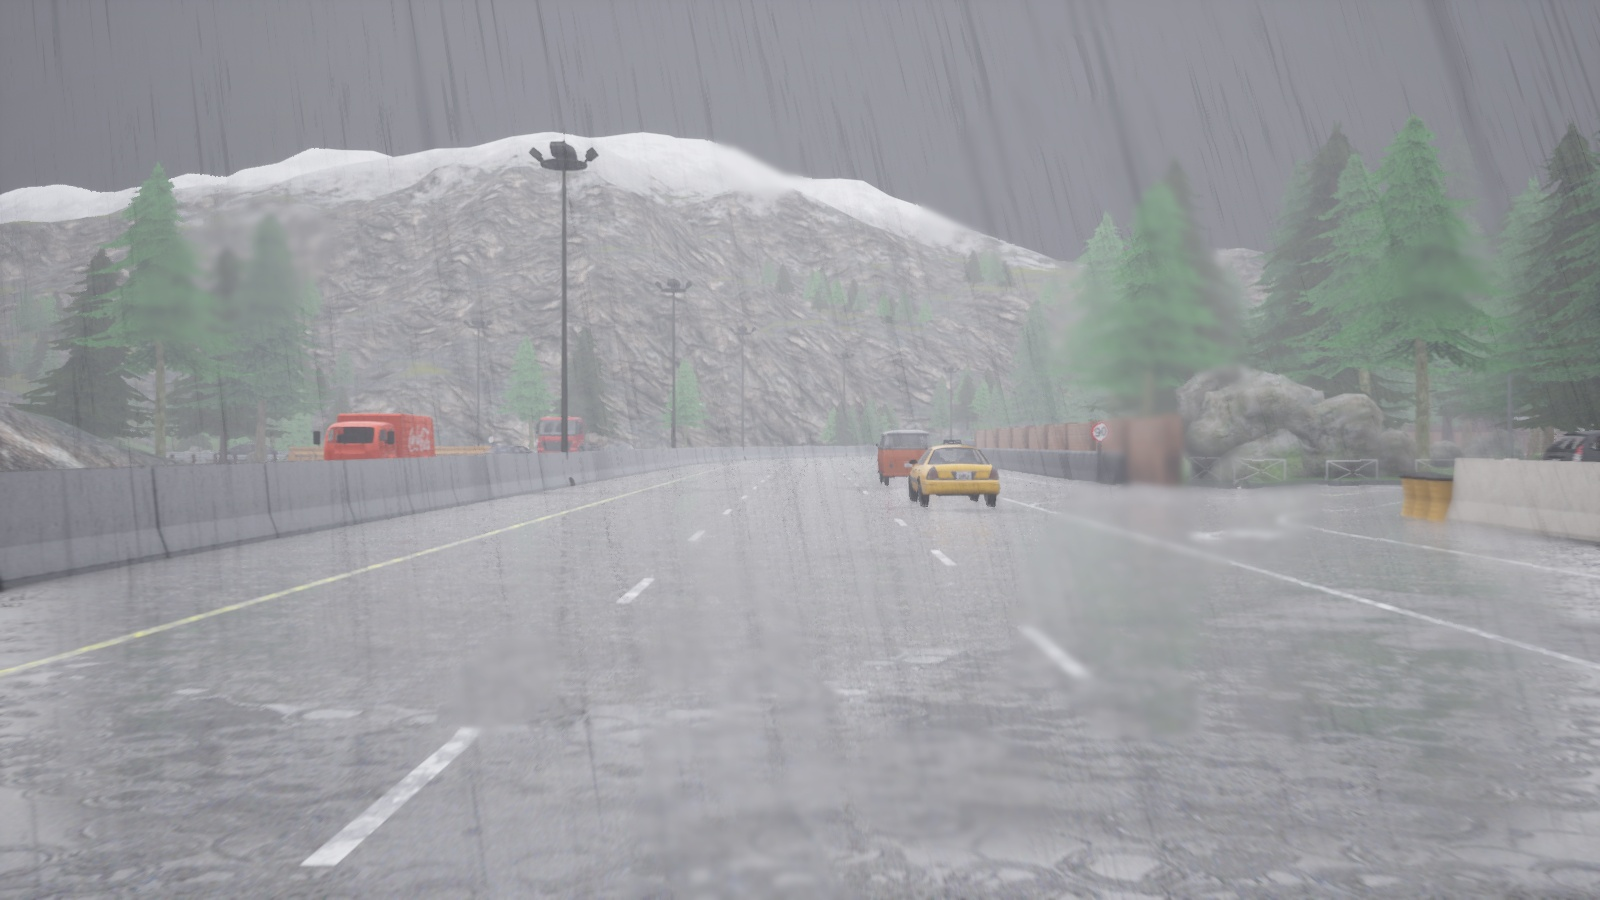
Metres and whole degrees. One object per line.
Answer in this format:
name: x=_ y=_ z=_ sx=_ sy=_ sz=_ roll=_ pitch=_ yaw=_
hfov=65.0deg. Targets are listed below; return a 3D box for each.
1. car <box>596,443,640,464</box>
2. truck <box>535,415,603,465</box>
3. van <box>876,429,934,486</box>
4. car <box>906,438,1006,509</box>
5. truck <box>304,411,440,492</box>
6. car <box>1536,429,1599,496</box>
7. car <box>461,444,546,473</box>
car: x=-13.116 y=0.236 z=90.954 sx=2.163 sy=1.488 sz=4.792 roll=0 pitch=0 yaw=4
truck: x=-16.622 y=-0.749 z=91.083 sx=2.891 sy=3.462 sz=7.936 roll=0 pitch=0 yaw=5
van: x=3.776 y=0.252 z=45.723 sx=1.775 sy=1.987 sz=4.442 roll=0 pitch=0 yaw=0
car: x=3.689 y=0.520 z=30.573 sx=1.801 sy=1.575 sz=5.366 roll=0 pitch=0 yaw=0
truck: x=-13.753 y=0.026 z=40.752 sx=2.627 sy=2.467 sz=5.204 roll=0 pitch=0 yaw=0
car: x=20.855 y=0.294 z=31.237 sx=3.988 sy=1.617 sz=1.851 roll=0 pitch=0 yaw=1
car: x=-15.425 y=0.421 z=65.718 sx=2.033 sy=1.411 sz=5.357 roll=0 pitch=0 yaw=15
